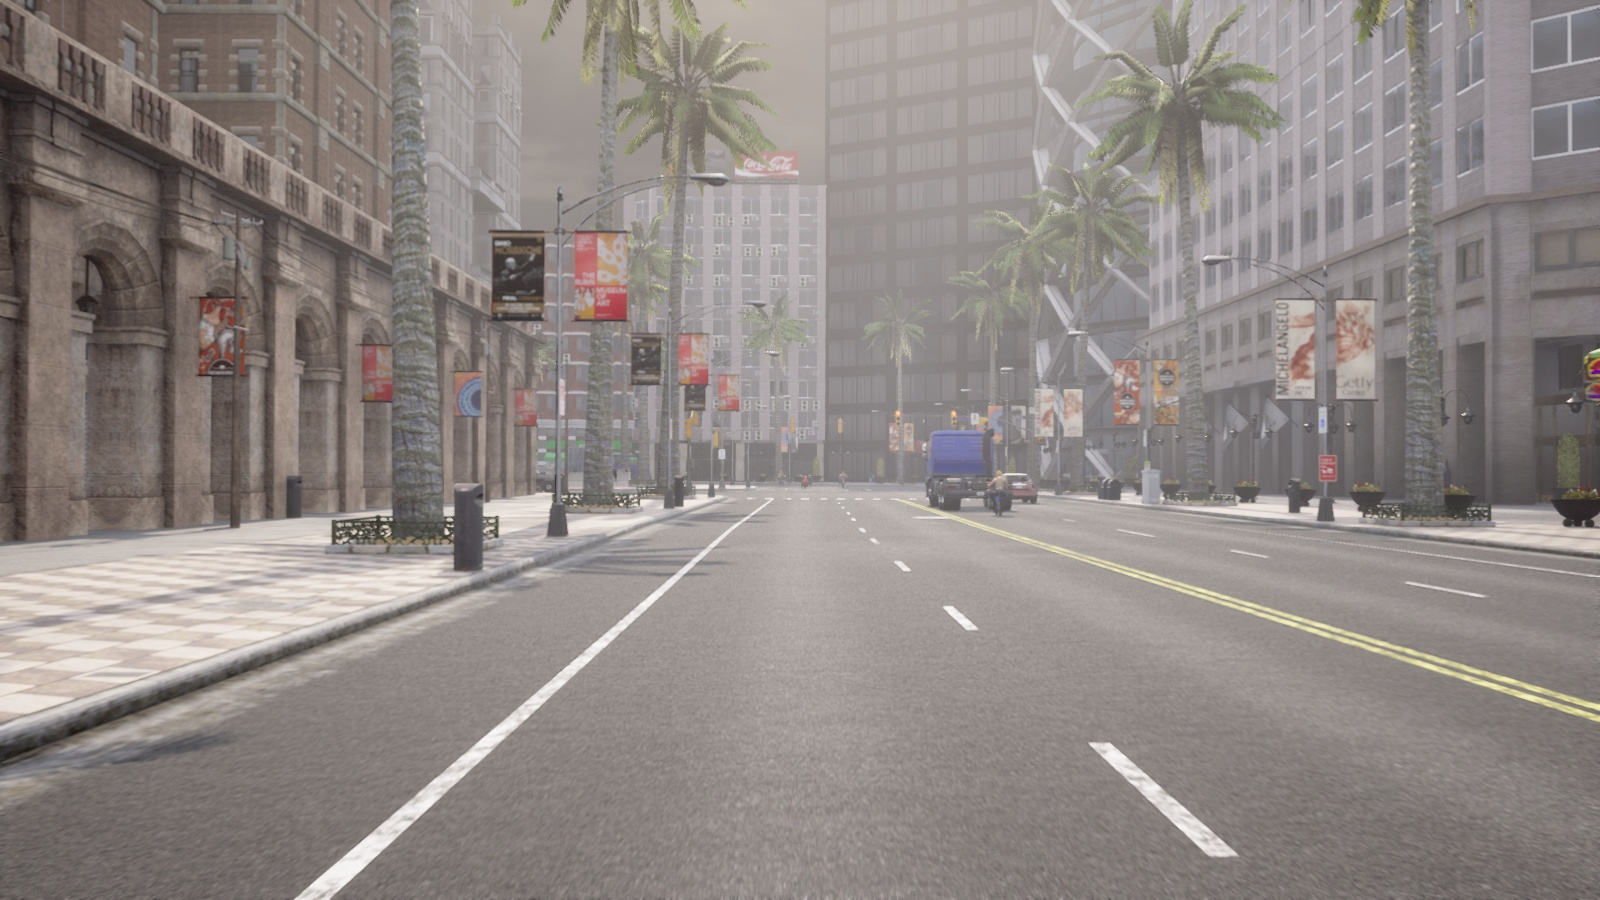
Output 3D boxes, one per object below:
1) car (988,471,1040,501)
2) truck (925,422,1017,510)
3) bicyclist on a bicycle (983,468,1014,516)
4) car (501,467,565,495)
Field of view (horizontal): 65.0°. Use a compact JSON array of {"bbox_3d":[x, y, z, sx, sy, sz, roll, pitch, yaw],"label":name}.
[{"bbox_3d":[10.698,1.793,63.062,1.970,1.475,3.806,0,-1,1],"label":"car"},{"bbox_3d":[7.111,0.696,53.267,2.891,3.462,7.936,0,-1,0],"label":"truck"},{"bbox_3d":[7.035,1.467,44.591,0.866,1.612,1.509,0,2,0],"label":"bicyclist on a bicycle"},{"bbox_3d":[-18.051,2.106,84.995,3.866,1.878,1.905,0,-1,1],"label":"car"}]
